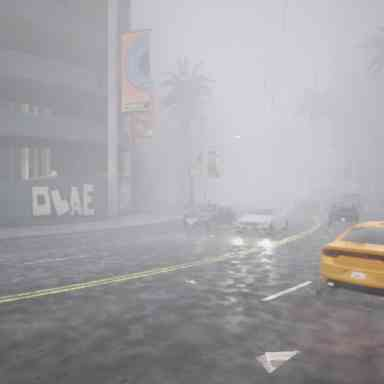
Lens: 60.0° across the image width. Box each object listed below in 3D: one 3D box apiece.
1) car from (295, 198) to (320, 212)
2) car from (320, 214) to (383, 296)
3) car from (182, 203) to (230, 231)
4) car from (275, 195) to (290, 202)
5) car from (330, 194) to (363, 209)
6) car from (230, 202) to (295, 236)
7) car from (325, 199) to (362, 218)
[{"bbox_3d":[13.403,1.483,39.086,1.837,1.490,4.892,0,1,1],"label":"car"},{"bbox_3d":[4.921,1.474,8.213,1.882,1.535,5.008,0,0,44],"label":"car"},{"bbox_3d":[1.200,1.476,20.568,2.128,1.511,4.902,0,0,31],"label":"car"},{"bbox_3d":[18.161,1.437,67.071,2.231,1.521,4.892,0,0,-4],"label":"car"},{"bbox_3d":[16.916,1.203,37.133,2.150,2.045,5.566,0,0,1],"label":"car"},{"bbox_3d":[4.077,1.513,18.603,1.812,1.442,4.674,0,0,32],"label":"car"},{"bbox_3d":[10.651,1.492,23.598,1.837,1.490,4.892,0,0,22],"label":"car"}]
